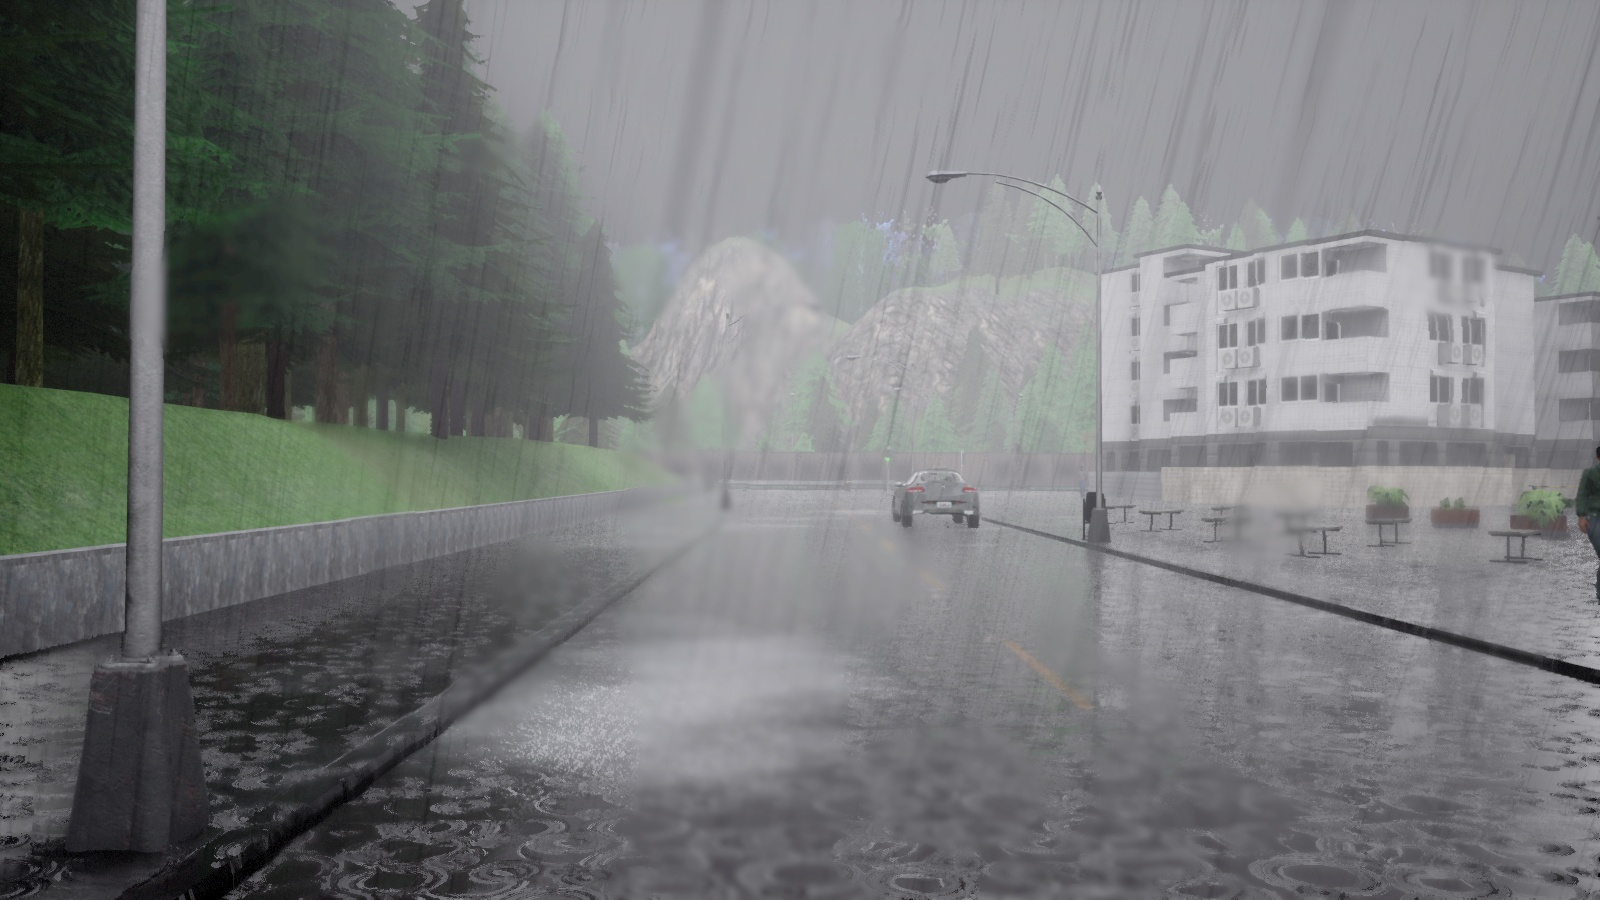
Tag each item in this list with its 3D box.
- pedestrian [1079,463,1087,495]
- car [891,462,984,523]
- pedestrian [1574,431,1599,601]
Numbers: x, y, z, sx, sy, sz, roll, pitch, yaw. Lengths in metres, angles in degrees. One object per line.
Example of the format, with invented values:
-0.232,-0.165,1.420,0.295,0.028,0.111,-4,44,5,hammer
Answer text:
16.351,1.675,72.579,0.354,1.836,0.706,0,-1,9,pedestrian
3.917,1.192,36.689,2.152,1.651,5.027,0,-1,0,car
8.890,0.721,13.828,0.353,1.847,0.614,0,-1,3,pedestrian
